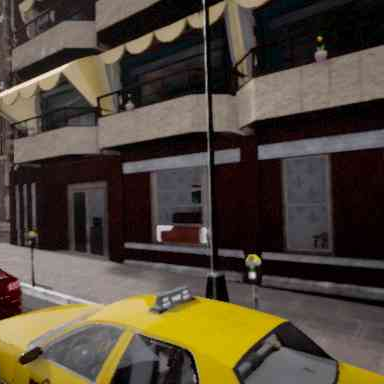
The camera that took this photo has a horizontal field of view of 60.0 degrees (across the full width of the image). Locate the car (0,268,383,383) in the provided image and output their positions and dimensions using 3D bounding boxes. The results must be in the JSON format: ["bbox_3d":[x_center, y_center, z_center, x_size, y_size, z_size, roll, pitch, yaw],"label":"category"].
[{"bbox_3d":[-0.384,1.548,3.021,4.829,1.417,1.752,-1,-2,36],"label":"car"}]
